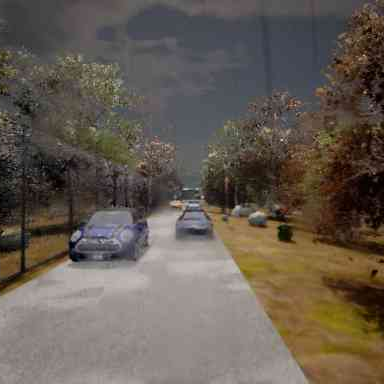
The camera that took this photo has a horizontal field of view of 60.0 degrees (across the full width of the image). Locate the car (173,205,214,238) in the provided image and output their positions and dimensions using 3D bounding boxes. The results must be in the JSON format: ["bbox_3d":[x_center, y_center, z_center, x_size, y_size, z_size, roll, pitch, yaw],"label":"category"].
[{"bbox_3d":[0.133,1.648,18.275,1.994,1.385,4.181,0,-1,0],"label":"car"}]

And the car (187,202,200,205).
[{"bbox_3d":[0.199,1.845,35.843,1.812,1.442,4.674,0,-1,0],"label":"car"}]

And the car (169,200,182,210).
[{"bbox_3d":[-2.592,2.088,53.012,1.882,1.535,5.008,0,-1,1],"label":"car"}]

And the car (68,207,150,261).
[{"bbox_3d":[-2.840,1.390,12.291,2.097,1.767,4.553,0,0,0],"label":"car"}]
